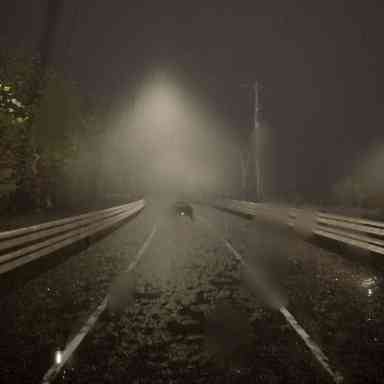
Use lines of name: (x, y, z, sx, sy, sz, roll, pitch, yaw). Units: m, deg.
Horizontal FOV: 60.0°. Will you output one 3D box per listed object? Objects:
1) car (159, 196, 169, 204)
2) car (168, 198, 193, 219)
car: (-5.204, 1.485, 63.053, 1.812, 1.442, 4.674, 0, 0, -10)
car: (-0.967, 1.505, 29.210, 1.837, 1.490, 4.892, 0, 0, -5)
